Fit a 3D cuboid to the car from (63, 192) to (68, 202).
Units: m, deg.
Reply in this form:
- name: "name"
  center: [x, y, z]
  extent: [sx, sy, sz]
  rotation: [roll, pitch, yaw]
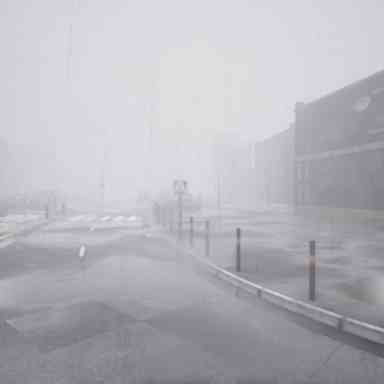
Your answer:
- name: "car"
  center: [-23.125, 1.028, 52.929]
  extent: [5.366, 1.575, 1.946]
  rotation: [0, 1, -5]

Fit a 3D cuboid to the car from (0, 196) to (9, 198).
- name: "car"
  center: [-21.632, 1.136, 33.677]
  extent: [4.553, 1.767, 2.185]
  rotation: [0, 1, -5]

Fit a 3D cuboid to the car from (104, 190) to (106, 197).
- name: "car"
  center: [-26.360, 0.625, 88.623]
  extent: [4.892, 1.521, 2.231]
  rotation: [0, 1, -5]

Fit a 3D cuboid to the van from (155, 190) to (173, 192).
- name: "van"
  center: [-2.249, 1.006, 41.861]
  extent: [4.442, 1.987, 1.878]
  rotation: [0, 1, -5]

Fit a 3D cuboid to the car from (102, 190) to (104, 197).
- name: "car"
  center: [-26.316, 0.646, 85.861]
  extent: [5.366, 1.575, 1.946]
  rotation: [0, 1, -5]

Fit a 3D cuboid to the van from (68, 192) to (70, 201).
- name: "van"
  center: [-23.428, 0.768, 55.668]
  extent: [4.442, 1.987, 1.878]
  rotation: [0, 1, -5]

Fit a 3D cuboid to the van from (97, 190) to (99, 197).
- name: "van"
  center: [-25.554, 0.475, 80.513]
  extent: [4.442, 1.987, 1.878]
  rotation: [0, 1, -5]

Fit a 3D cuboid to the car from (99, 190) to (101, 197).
- name: "car"
  center: [-25.893, 0.715, 83.130]
  extent: [4.674, 1.452, 2.002]
  rotation: [0, 1, -5]

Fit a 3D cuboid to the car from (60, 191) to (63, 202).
- name: "car"
  center: [-23.102, 0.817, 50.161]
  extent: [5.566, 2.045, 2.435]
  rotation: [0, 1, -5]

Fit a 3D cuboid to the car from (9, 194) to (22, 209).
- name: "car"
  center: [-21.904, 1.236, 36.428]
  extent: [5.008, 1.535, 2.097]
  rotation: [0, 0, -5]

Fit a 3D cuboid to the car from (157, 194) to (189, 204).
- name: "car"
  center: [-3.056, 1.083, 52.828]
  extent: [4.892, 1.521, 2.231]
  rotation: [0, 1, -5]

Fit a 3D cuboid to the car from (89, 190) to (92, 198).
- name: "car"
  center: [-24.949, 0.791, 72.143]
  extent: [4.892, 1.521, 2.231]
  rotation: [0, 1, -5]

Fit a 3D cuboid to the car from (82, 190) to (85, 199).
- name: "car"
  center: [-24.454, 0.728, 66.650]
  extent: [4.553, 1.767, 2.185]
  rotation: [0, 1, -5]

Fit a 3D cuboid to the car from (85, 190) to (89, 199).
- name: "car"
  center: [-24.714, 0.822, 69.396]
  extent: [4.892, 1.521, 2.231]
  rotation: [0, 1, -5]

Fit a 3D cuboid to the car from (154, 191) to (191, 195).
- name: "car"
  center: [-1.856, 1.135, 38.977]
  extent: [4.553, 1.767, 2.185]
  rotation: [0, 1, -5]

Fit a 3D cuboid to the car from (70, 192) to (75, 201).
- name: "car"
  center: [-23.786, 0.957, 58.407]
  extent: [5.008, 1.535, 2.097]
  rotation: [0, 1, -5]

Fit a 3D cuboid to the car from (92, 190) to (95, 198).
- name: "car"
  center: [-25.184, 0.761, 74.890]
  extent: [4.892, 1.521, 2.231]
  rotation: [0, 1, -5]

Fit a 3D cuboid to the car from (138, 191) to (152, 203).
- name: "car"
  center: [-8.024, 0.757, 56.787]
  extent: [2.150, 2.045, 5.566]
  rotation: [0, 1, -5]

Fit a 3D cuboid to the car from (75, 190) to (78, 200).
- name: "car"
  center: [-24.046, 0.796, 61.151]
  extent: [4.553, 1.767, 2.185]
  rotation: [0, 1, -5]

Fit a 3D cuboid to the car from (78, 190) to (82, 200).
- name: "car"
  center: [-24.281, 0.762, 63.897]
  extent: [4.553, 1.767, 2.185]
  rotation: [0, 1, -5]

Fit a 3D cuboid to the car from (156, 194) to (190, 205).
- name: "car"
  center: [-2.843, 1.119, 50.183]
  extent: [5.008, 1.535, 2.097]
  rotation: [0, 1, -5]

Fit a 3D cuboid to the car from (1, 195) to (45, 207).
- name: "car"
  center: [-22.611, 1.143, 44.673]
  extent: [4.892, 1.521, 2.231]
  rotation: [0, 1, -5]

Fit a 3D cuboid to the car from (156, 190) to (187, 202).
- name: "car"
  center: [-3.805, 0.714, 61.254]
  extent: [5.566, 2.045, 2.435]
  rotation: [0, 1, -5]

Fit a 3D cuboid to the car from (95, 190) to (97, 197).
- name: "car"
  center: [-25.419, 0.731, 77.636]
  extent: [4.892, 1.521, 2.231]
  rotation: [0, 1, -5]

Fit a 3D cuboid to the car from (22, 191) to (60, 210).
- name: "car"
  center: [-17.601, 1.079, 38.983]
  extent: [2.097, 1.767, 4.553]
  rotation: [-2, 0, -4]

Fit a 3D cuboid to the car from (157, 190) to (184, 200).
- name: "car"
  center: [-4.442, 0.607, 69.440]
  extent: [5.566, 2.045, 2.435]
  rotation: [0, 1, -5]

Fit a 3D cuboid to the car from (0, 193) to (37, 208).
- name: "car"
  center: [-22.338, 1.049, 41.922]
  extent: [4.553, 1.767, 2.185]
  rotation: [0, 1, -5]

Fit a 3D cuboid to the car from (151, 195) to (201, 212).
- name: "car"
  center: [-1.457, 1.336, 33.558]
  extent: [4.792, 1.488, 2.163]
  rotation: [0, 0, -5]

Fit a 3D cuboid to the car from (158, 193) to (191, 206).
- name: "car"
  center: [-2.561, 1.035, 47.291]
  extent: [4.553, 1.767, 2.185]
  rotation: [0, 1, -5]

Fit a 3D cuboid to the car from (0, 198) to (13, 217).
- name: "car"
  center: [-16.686, 1.414, 26.731]
  extent: [1.994, 1.385, 4.181]
  rotation: [0, 1, -2]
